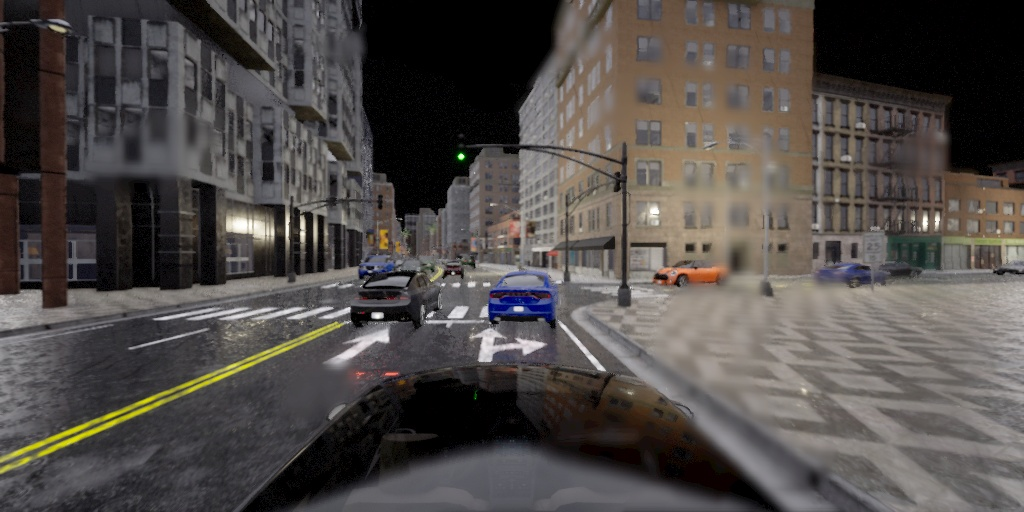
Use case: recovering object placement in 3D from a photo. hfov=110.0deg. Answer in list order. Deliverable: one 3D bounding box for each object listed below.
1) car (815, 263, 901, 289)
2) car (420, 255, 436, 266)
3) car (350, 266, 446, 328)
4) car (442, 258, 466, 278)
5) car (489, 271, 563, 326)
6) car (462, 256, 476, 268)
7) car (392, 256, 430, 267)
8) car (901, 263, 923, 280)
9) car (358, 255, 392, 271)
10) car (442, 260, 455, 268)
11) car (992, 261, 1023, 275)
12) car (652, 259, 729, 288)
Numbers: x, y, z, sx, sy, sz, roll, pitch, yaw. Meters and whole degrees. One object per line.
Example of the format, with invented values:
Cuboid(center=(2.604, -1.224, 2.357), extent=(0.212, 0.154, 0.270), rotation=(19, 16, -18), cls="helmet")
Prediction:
Cuboid(center=(20.816, 1.157, 21.871), extent=(4.674, 1.442, 1.812), rotation=(0, 0, -16), cls="car")
Cuboid(center=(-10.632, 0.950, 44.202), extent=(2.150, 2.045, 5.566), rotation=(0, 1, -11), cls="car")
Cuboid(center=(-3.471, 1.249, 11.438), extent=(1.837, 1.490, 4.892), rotation=(0, 0, -2), cls="car")
Cuboid(center=(-5.468, 1.234, 33.727), extent=(1.837, 1.490, 4.892), rotation=(0, 0, -8), cls="car")
Cuboid(center=(0.568, 1.219, 11.728), extent=(1.882, 1.535, 5.008), rotation=(-1, 0, 9), cls="car")
Cuboid(center=(-7.542, 0.947, 61.200), extent=(2.150, 2.045, 5.566), rotation=(0, 0, -15), cls="car")
Cuboid(center=(-8.571, 1.089, 30.810), extent=(2.097, 1.767, 4.553), rotation=(0, 0, -7), cls="car")
Cuboid(center=(28.706, 1.173, 27.415), extent=(4.718, 1.301, 1.895), rotation=(0, 0, -16), cls="car")
Cuboid(center=(-12.011, 0.961, 32.125), extent=(2.150, 2.045, 5.566), rotation=(0, 0, -8), cls="car")
Cuboid(center=(-10.901, 1.334, 61.212), extent=(1.895, 1.301, 4.718), rotation=(0, 0, -15), cls="car")
Cuboid(center=(46.141, 1.127, 32.273), extent=(5.357, 1.411, 2.033), rotation=(0, 0, -16), cls="car")
Cuboid(center=(11.111, 1.003, 22.403), extent=(4.553, 1.767, 2.097), rotation=(0, 0, -16), cls="car")
